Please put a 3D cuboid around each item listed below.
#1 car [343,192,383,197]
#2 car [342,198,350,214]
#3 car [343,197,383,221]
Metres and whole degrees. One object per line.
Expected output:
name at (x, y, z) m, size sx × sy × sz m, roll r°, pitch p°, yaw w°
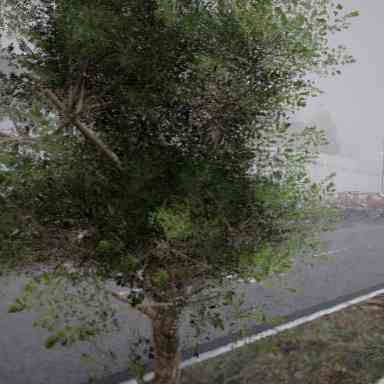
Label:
car at (14.517, 1.013, 26.865) m, size 5.566 × 2.045 × 2.435 m, roll -1°, pitch -1°, yaw 35°
car at (7.164, 1.362, 21.645) m, size 5.008 × 1.535 × 2.097 m, roll -1°, pitch 0°, yaw 35°
car at (12.076, 1.324, 25.120) m, size 4.792 × 1.488 × 2.163 m, roll -1°, pitch -1°, yaw 35°
